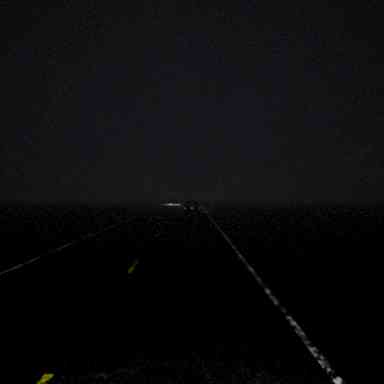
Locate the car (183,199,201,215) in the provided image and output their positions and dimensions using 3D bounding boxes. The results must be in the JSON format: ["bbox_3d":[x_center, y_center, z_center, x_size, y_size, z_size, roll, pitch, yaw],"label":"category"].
[{"bbox_3d":[0.002,1.590,33.997,2.033,1.411,5.357,0,0,0],"label":"car"}]

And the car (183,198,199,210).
[{"bbox_3d":[-0.108,1.621,45.734,1.994,1.385,4.181,0,0,0],"label":"car"}]

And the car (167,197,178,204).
[{"bbox_3d":[-3.693,1.639,65.352,1.994,1.385,4.181,0,0,0],"label":"car"}]
